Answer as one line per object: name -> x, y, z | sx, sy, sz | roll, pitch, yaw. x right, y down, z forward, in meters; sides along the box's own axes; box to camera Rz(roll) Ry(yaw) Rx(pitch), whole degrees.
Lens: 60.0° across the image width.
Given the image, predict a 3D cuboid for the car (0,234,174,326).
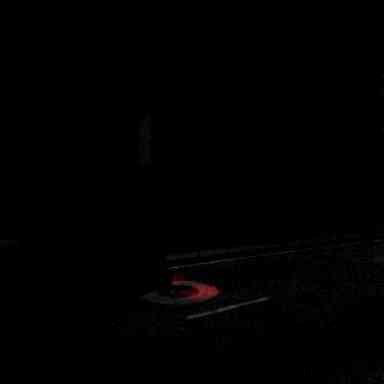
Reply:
car -> -2.970, 1.535, 6.076 | 5.357, 1.411, 2.033 | 0, 0, -35
